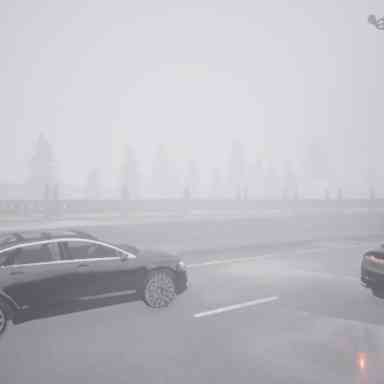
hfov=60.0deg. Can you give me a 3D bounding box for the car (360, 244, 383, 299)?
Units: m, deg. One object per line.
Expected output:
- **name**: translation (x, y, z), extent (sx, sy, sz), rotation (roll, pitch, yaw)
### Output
- **car**: translation (5.648, 1.492, 6.991), extent (4.902, 1.511, 2.128), rotation (0, 0, -29)

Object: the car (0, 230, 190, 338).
- **car**: translation (-2.321, 1.464, 6.197), extent (4.902, 1.511, 2.128), rotation (0, 0, -35)
